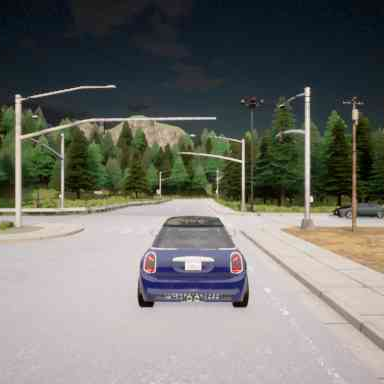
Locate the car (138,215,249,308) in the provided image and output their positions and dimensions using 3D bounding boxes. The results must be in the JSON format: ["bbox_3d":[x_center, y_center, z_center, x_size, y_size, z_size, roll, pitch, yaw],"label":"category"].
[{"bbox_3d":[0.038,1.348,8.112,2.097,1.767,4.553,0,0,0],"label":"car"}]

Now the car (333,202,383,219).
[{"bbox_3d":[14.503,1.590,28.738,4.181,1.385,1.994,0,0,1],"label":"car"}]
